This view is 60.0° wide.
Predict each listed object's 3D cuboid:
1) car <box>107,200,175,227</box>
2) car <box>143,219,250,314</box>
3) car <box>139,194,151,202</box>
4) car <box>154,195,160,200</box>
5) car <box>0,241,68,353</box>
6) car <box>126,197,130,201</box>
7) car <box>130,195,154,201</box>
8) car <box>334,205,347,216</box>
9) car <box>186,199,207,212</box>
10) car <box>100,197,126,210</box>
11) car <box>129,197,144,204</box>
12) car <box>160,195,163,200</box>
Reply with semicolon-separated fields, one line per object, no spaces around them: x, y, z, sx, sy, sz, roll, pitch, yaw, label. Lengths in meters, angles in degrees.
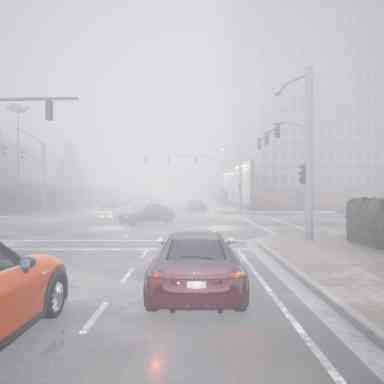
-3.245;1.556;23.276;4.674;1.442;1.812;0;-1;-45;car
0.090;1.564;7.720;1.994;1.385;4.181;0;0;0;car
-10.385;1.355;73.998;2.097;1.767;4.553;0;0;0;car
-6.995;1.505;56.093;1.837;1.490;4.892;0;0;0;car
-3.432;1.352;4.547;2.097;1.767;4.553;0;0;1;car
-10.508;1.477;52.701;1.882;1.535;5.008;0;0;0;car
-7.012;1.352;47.151;2.097;1.767;4.553;0;0;0;car
16.018;1.547;31.467;4.902;1.511;2.128;0;0;0;car
0.473;1.562;39.097;1.994;1.385;4.181;0;0;-8;car
-10.535;1.491;43.553;2.128;1.511;4.902;0;0;1;car
-10.454;1.601;62.781;1.895;1.301;4.718;0;0;1;car
-6.922;1.352;66.171;2.097;1.767;4.553;0;0;1;car
